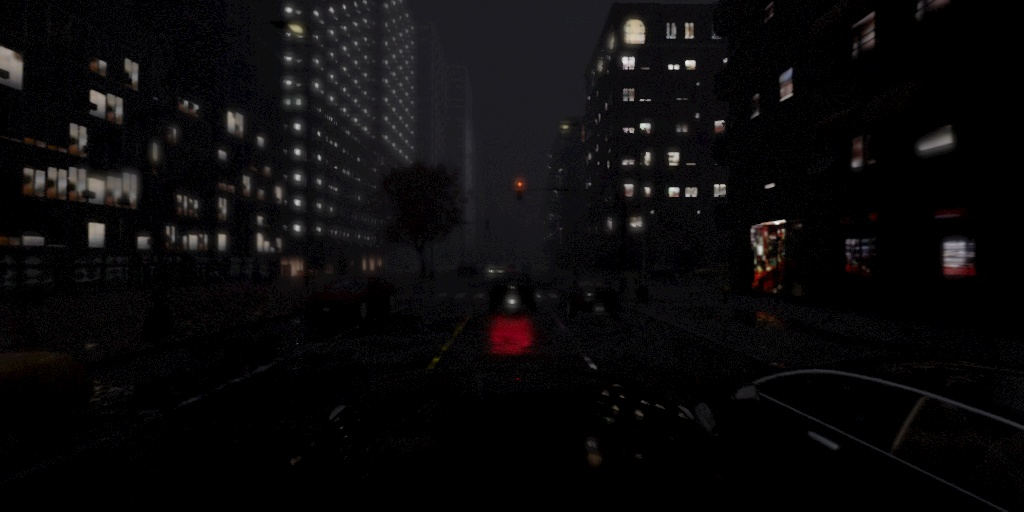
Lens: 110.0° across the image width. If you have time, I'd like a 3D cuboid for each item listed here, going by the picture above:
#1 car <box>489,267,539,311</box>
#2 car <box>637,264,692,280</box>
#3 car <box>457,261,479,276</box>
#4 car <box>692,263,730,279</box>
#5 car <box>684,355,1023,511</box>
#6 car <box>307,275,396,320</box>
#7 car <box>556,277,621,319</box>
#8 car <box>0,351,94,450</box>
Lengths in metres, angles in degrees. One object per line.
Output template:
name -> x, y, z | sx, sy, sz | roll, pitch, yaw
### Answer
car -> 0.080, 1.398, 15.350 | 1.837, 1.490, 4.892 | 0, 0, 2
car -> 13.439, 1.417, 32.633 | 4.403, 1.370, 2.007 | 0, 0, -1
car -> -5.685, 1.536, 45.604 | 2.192, 1.841, 5.009 | 0, 0, 0
car -> 18.836, 1.315, 32.688 | 4.829, 1.417, 1.751 | 0, 0, -1
car -> 2.689, 1.305, 2.152 | 2.007, 1.370, 4.403 | 0, 0, 0
car -> -5.690, 1.414, 13.219 | 1.888, 1.381, 4.507 | 0, 0, 0
car -> 2.691, 1.419, 13.217 | 2.007, 1.370, 4.403 | 0, 0, 0
car -> -5.691, 1.280, 1.984 | 1.751, 1.417, 4.829 | 0, 0, 0
